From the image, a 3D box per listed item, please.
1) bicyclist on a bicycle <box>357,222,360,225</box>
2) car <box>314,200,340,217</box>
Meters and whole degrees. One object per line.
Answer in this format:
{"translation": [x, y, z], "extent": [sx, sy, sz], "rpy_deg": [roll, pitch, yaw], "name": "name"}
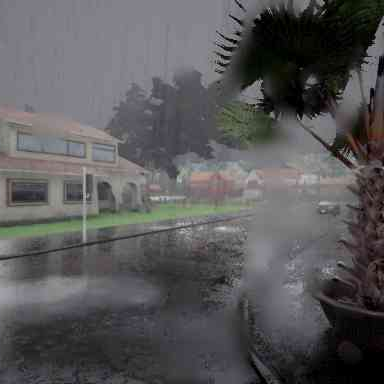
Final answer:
{"translation": [9.386, 1.349, 17.135], "extent": [1.656, 1.620, 0.582], "rpy_deg": [0, 0, 30], "name": "bicyclist on a bicycle"}
{"translation": [12.804, 1.526, 31.497], "extent": [1.812, 1.442, 4.674], "rpy_deg": [0, 0, 30], "name": "car"}
